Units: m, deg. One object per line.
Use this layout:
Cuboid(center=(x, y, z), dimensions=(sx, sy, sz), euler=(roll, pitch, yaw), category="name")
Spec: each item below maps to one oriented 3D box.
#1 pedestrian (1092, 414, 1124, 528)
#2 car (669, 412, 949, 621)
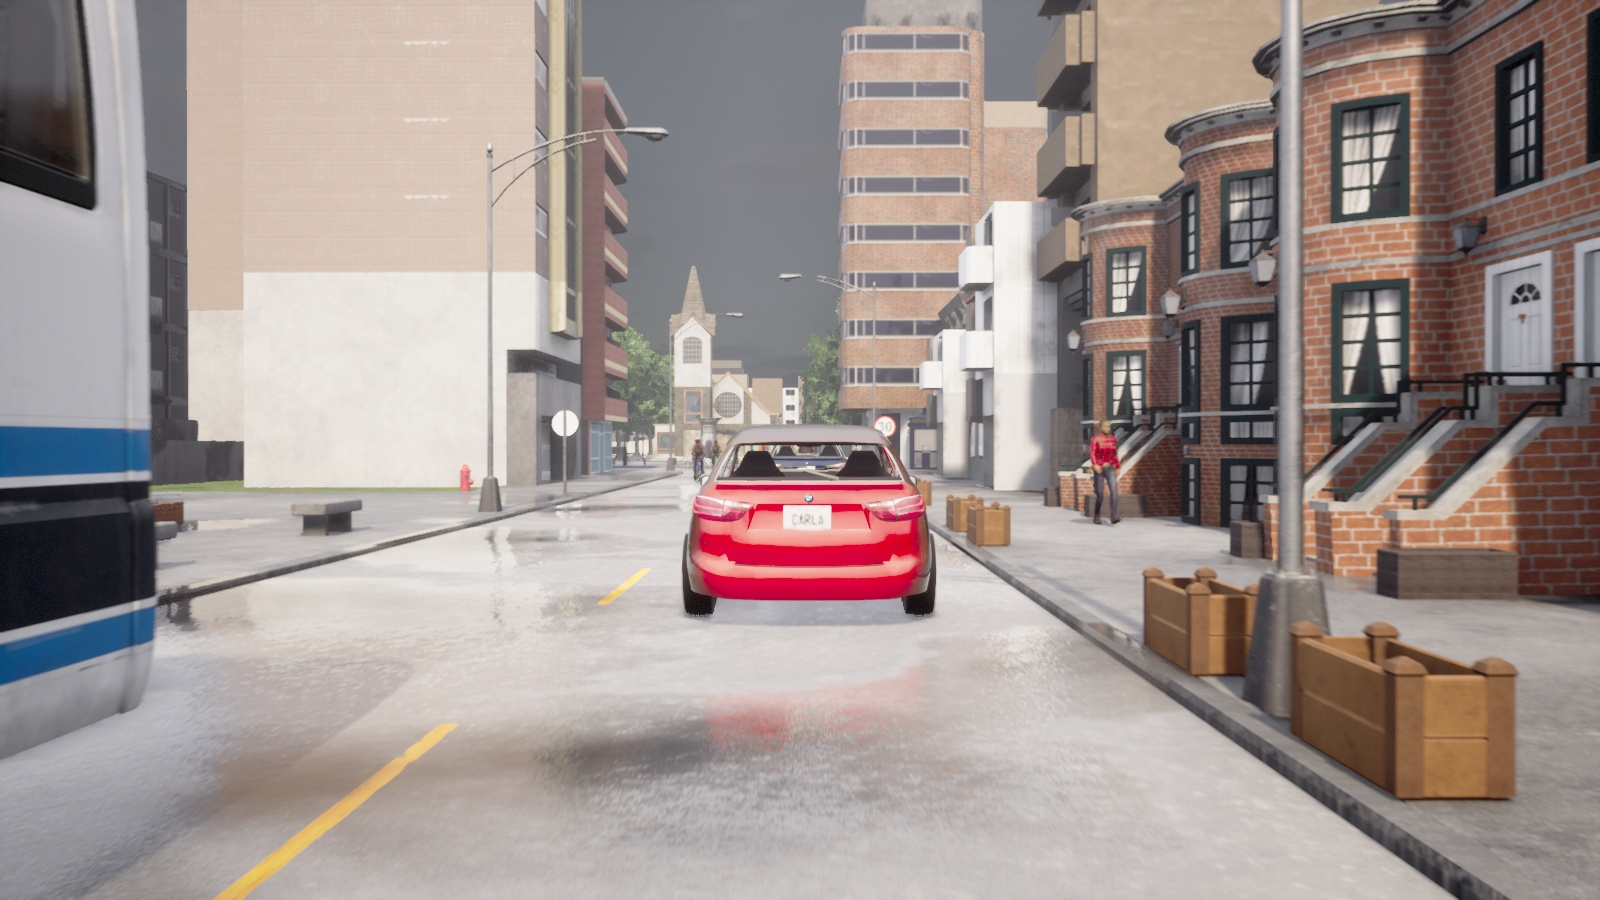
Cuboid(center=(5.085, 0.343, 20.743), dimensions=(0.331, 1.846, 0.636), euler=(0, 0, -4), category="pedestrian")
Cuboid(center=(0.086, 0.521, 12.350), dimensions=(2.242, 1.667, 4.611), euler=(0, 0, 0), category="car")
